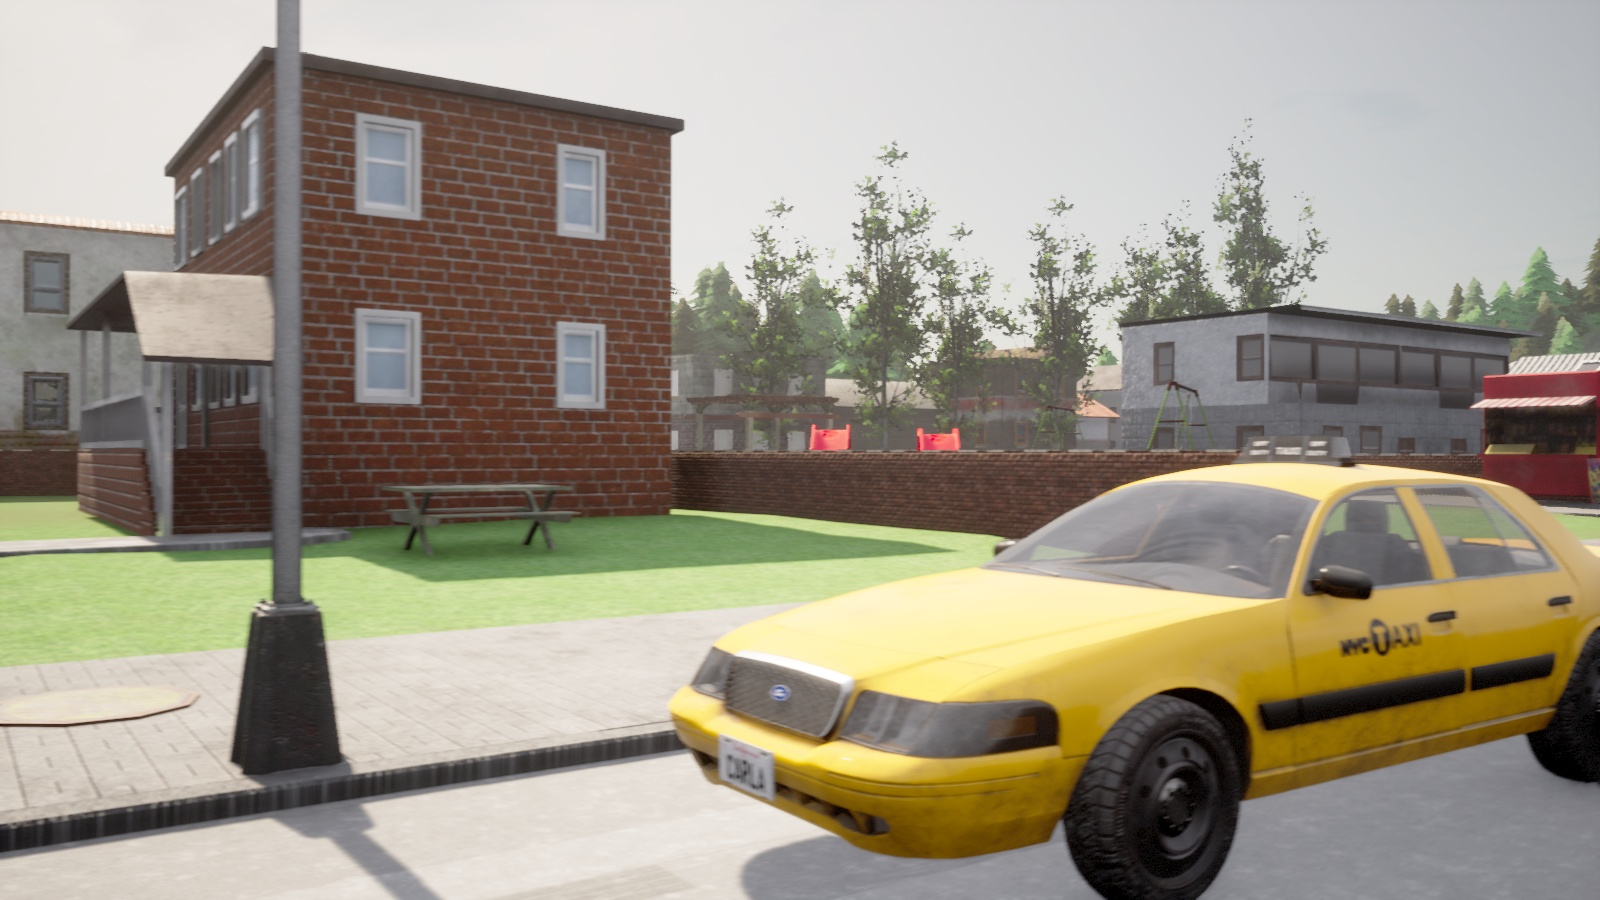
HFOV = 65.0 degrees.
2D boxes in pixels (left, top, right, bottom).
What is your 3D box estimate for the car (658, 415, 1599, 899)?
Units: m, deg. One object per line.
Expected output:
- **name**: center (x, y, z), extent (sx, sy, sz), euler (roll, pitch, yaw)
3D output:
- **car**: center (2.165, 0.693, 5.737), extent (5.366, 1.575, 1.801), euler (0, 0, -34)
